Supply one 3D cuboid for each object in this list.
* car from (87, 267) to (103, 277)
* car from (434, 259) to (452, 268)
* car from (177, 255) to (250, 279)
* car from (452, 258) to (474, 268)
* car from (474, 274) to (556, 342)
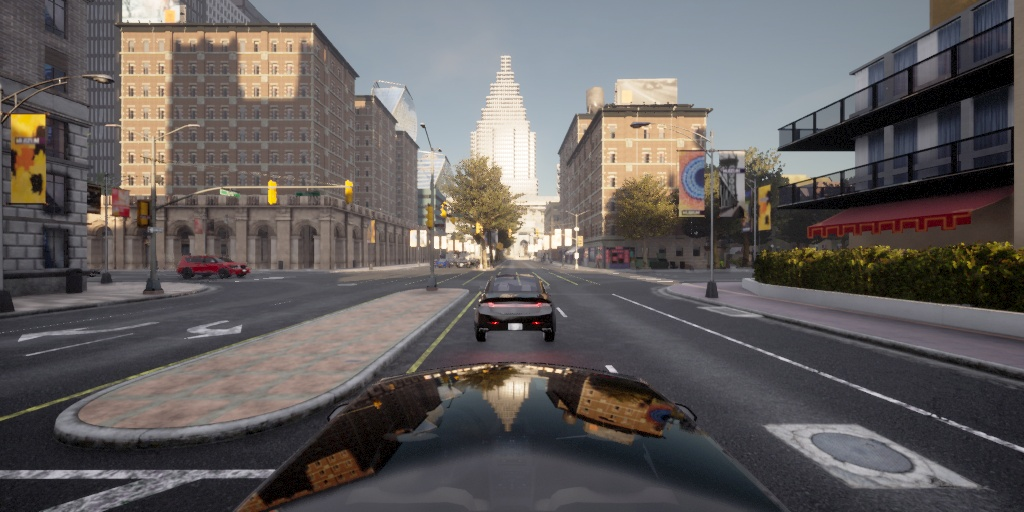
[{"bbox_3d":[-40.875,1.298,32.716,5.357,1.411,2.033,0,0,0],"label":"car"},{"bbox_3d":[-11.541,1.227,60.040,1.882,1.535,5.008,0,0,0],"label":"car"},{"bbox_3d":[-27.229,0.971,32.771,5.566,2.045,2.150,0,0,0],"label":"car"},{"bbox_3d":[-8.045,1.241,59.624,2.128,1.511,4.902,0,0,0],"label":"car"},{"bbox_3d":[0.081,1.241,9.806,2.128,1.511,4.902,0,0,0],"label":"car"}]
